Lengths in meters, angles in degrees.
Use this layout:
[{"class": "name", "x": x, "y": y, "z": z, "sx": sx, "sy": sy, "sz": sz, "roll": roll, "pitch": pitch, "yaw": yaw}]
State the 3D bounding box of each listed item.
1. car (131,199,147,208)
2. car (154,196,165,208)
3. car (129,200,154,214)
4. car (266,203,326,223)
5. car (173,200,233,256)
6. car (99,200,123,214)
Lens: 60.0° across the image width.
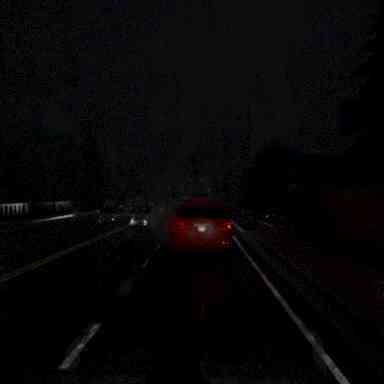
[{"class": "car", "x": -9.059, "y": 1.991, "z": 57.130, "sx": 1.994, "sy": 1.385, "sz": 4.181, "roll": 0, "pitch": 0, "yaw": 2}, {"class": "car", "x": -5.605, "y": 1.928, "z": 55.892, "sx": 1.837, "sy": 1.490, "sz": 4.892, "roll": 0, "pitch": 0, "yaw": 2}, {"class": "car", "x": -6.068, "y": 1.822, "z": 39.637, "sx": 1.812, "sy": 1.442, "sz": 4.674, "roll": 0, "pitch": 0, "yaw": 1}, {"class": "car", "x": 8.525, "y": 1.694, "z": 26.929, "sx": 4.892, "sy": 1.490, "sz": 1.837, "roll": 0, "pitch": -3, "yaw": 1}, {"class": "car", "x": 0.463, "y": 1.332, "z": 13.747, "sx": 2.150, "sy": 2.045, "sz": 5.566, "roll": 0, "pitch": 0, "yaw": 2}, {"class": "car", "x": -9.570, "y": 1.768, "z": 39.644, "sx": 1.882, "sy": 1.535, "sz": 5.008, "roll": 0, "pitch": 0, "yaw": 2}]
